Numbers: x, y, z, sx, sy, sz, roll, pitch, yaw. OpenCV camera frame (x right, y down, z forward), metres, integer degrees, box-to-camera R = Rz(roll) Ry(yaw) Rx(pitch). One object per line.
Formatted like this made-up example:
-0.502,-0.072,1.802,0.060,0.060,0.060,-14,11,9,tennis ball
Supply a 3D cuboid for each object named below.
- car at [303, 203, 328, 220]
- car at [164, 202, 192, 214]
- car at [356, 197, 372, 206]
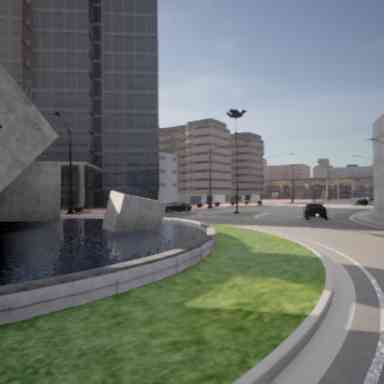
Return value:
11.570,1.760,31.210,1.837,1.490,4.892,-2,-1,16,car
-2.229,2.023,42.940,4.902,1.511,2.128,0,-1,-41,car
33.736,1.939,65.837,1.837,1.490,4.892,-1,-1,36,car
